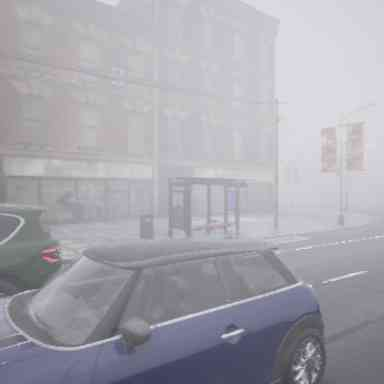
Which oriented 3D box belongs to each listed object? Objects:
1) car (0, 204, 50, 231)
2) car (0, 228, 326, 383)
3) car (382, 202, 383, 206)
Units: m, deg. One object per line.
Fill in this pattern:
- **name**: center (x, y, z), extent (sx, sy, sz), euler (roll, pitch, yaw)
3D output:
- **car**: center (-4.812, 1.216, 4.861), extent (5.566, 2.045, 2.150), euler (0, 0, -35)
- **car**: center (-0.638, 1.358, 3.547), extent (4.553, 1.767, 2.097), euler (0, 0, -36)
- **car**: center (34.186, 1.778, 55.558), extent (2.002, 1.452, 4.674), euler (0, 0, -16)
